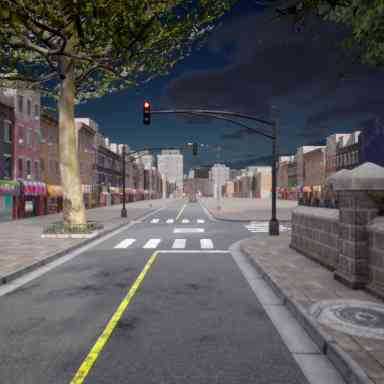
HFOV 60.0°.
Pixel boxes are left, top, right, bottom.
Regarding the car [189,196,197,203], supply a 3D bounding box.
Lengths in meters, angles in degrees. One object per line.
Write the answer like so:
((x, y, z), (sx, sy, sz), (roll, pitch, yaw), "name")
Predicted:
((0.224, 1.661, 73.596), (2.128, 1.511, 4.902), (0, 0, 0), "car")
